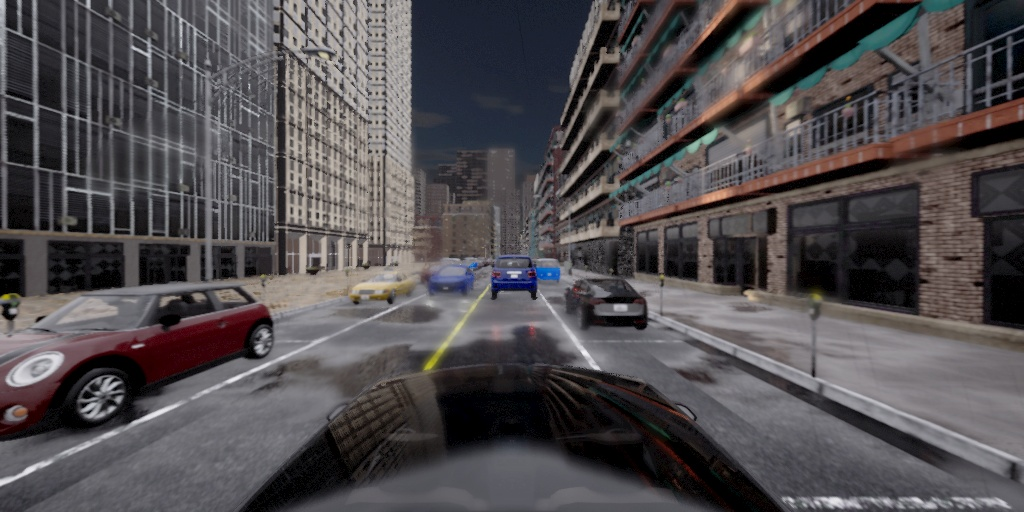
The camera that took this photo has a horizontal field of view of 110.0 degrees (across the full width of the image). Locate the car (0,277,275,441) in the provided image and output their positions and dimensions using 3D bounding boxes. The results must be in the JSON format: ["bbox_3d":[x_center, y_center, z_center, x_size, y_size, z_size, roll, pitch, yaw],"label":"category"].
[{"bbox_3d":[-5.692,1.190,5.419,1.967,1.591,4.097,0,0,0],"label":"car"}]

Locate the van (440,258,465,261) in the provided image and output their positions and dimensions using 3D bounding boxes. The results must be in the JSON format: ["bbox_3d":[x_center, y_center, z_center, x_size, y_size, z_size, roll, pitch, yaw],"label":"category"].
[{"bbox_3d":[-5.692,1.104,33.056,1.690,1.789,3.998,0,0,0],"label":"van"}]

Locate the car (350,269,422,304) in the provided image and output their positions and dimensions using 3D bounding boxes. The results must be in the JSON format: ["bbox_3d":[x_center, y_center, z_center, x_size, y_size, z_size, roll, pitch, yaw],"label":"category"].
[{"bbox_3d":[-5.692,1.280,16.303,1.751,1.417,4.829,0,0,0],"label":"car"}]

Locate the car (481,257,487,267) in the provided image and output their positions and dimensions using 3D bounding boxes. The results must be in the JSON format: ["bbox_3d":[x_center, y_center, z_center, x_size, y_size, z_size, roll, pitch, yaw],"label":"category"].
[{"bbox_3d":[-5.693,1.340,60.694,2.007,1.370,4.403,0,0,0],"label":"car"}]

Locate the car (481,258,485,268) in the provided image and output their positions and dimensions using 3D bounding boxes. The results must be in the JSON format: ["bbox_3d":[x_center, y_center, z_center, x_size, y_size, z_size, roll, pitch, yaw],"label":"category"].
[{"bbox_3d":[-5.693,1.365,55.166,1.802,1.307,4.207,0,0,0],"label":"car"}]

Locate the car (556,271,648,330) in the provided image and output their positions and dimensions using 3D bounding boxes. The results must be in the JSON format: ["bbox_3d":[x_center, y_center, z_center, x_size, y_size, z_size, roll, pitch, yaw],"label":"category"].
[{"bbox_3d":[2.688,1.319,10.945,1.948,1.339,4.313,0,0,0],"label":"car"}]

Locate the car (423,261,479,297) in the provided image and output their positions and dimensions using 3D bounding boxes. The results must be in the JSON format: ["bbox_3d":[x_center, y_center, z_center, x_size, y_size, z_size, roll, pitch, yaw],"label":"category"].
[{"bbox_3d":[-3.083,1.234,19.150,1.882,1.535,5.008,0,0,0],"label":"car"}]

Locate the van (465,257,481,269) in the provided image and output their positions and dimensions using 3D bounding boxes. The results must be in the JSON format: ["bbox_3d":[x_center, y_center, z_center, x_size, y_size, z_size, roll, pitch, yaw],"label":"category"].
[{"bbox_3d":[-5.693,1.118,49.638,1.690,1.789,3.998,0,0,0],"label":"van"}]

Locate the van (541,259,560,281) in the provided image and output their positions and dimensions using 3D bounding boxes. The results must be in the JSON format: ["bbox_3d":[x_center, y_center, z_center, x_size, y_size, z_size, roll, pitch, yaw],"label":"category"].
[{"bbox_3d":[2.688,1.102,27.528,1.690,1.789,3.998,0,0,0],"label":"van"}]

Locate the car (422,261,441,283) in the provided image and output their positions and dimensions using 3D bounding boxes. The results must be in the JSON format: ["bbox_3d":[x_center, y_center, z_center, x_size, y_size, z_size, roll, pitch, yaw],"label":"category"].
[{"bbox_3d":[-5.692,1.306,27.529,1.888,1.381,4.507,0,0,0],"label":"car"}]

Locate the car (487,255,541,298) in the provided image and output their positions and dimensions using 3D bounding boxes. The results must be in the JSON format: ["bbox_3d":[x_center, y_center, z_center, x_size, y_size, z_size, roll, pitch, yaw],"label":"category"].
[{"bbox_3d":[0.101,0.978,18.516,2.150,2.045,5.566,0,0,0],"label":"car"}]
